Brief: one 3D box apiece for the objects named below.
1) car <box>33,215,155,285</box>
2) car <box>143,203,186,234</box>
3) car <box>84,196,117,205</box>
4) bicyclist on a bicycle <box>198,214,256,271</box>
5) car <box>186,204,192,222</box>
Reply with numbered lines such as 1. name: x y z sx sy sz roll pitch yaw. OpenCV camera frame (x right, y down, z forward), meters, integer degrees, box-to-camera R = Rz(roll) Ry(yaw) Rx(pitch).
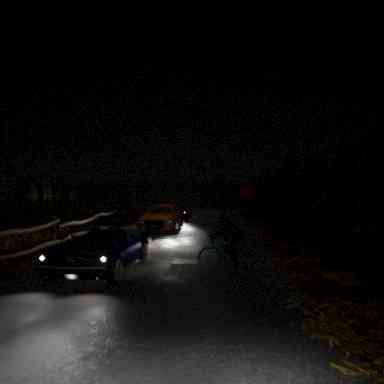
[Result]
1. car: -2.548 1.597 9.706 1.895 1.301 4.718 0 0 5
2. car: -1.729 1.471 19.517 1.882 1.535 5.008 0 0 5
3. car: -12.331 1.336 43.956 4.553 1.767 2.097 0 0 7
4. bicyclist on a bicycle: 0.995 1.450 9.534 1.656 1.620 0.582 0 0 5
5. car: -1.069 1.591 26.727 1.895 1.301 4.718 0 0 5
